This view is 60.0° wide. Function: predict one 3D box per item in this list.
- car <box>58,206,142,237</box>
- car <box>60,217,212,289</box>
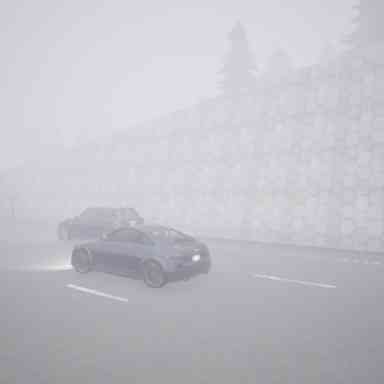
[{"bbox_3d":[-4.285,1.446,15.652,4.553,1.767,2.097,-1,0,36],"label":"car"},{"bbox_3d":[-1.524,1.613,9.380,4.181,1.385,1.994,-1,0,36],"label":"car"}]
